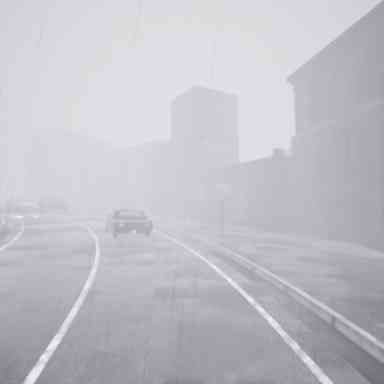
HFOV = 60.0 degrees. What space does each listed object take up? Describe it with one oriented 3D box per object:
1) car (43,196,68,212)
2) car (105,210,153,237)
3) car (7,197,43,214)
[{"bbox_3d":[-15.152,1.166,35.767,2.097,1.767,4.553,4,-2,-44],"label":"car"},{"bbox_3d":[-3.541,1.593,17.960,1.895,1.301,4.718,1,0,-21],"label":"car"},{"bbox_3d":[-16.075,1.219,31.459,1.812,1.442,4.674,4,-1,-42],"label":"car"}]
